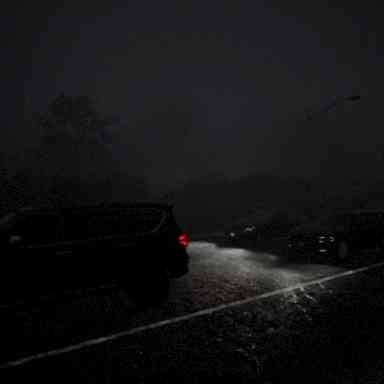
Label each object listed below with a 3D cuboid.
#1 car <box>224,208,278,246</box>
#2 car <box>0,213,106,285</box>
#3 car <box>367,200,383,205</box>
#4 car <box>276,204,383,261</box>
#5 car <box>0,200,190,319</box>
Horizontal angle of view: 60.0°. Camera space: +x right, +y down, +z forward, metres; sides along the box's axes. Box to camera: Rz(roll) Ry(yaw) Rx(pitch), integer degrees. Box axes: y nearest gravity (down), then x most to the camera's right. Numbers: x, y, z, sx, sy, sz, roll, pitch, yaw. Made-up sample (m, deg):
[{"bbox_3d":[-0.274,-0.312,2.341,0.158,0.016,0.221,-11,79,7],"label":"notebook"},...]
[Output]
[{"bbox_3d":[3.562,1.471,15.110,4.674,1.442,1.812,0,0,-36],"label":"car"},{"bbox_3d":[-5.073,1.488,8.963,4.902,1.511,2.128,0,0,-35],"label":"car"},{"bbox_3d":[12.051,1.265,21.081,5.008,1.535,1.882,-2,1,-35],"label":"car"},{"bbox_3d":[5.603,1.423,12.274,5.008,1.535,1.882,0,0,-35],"label":"car"},{"bbox_3d":[-2.646,1.215,6.406,5.566,2.045,2.150,0,0,-35],"label":"car"}]
